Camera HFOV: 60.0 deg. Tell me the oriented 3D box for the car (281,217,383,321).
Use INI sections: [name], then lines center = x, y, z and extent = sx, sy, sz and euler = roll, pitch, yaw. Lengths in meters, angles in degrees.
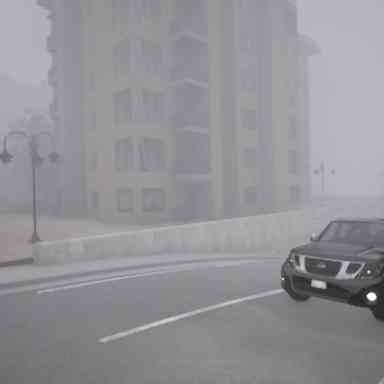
[car]
center = 4.538, 1.676, 8.546
extent = 5.566, 2.045, 2.150
euler = 5, -5, -43
